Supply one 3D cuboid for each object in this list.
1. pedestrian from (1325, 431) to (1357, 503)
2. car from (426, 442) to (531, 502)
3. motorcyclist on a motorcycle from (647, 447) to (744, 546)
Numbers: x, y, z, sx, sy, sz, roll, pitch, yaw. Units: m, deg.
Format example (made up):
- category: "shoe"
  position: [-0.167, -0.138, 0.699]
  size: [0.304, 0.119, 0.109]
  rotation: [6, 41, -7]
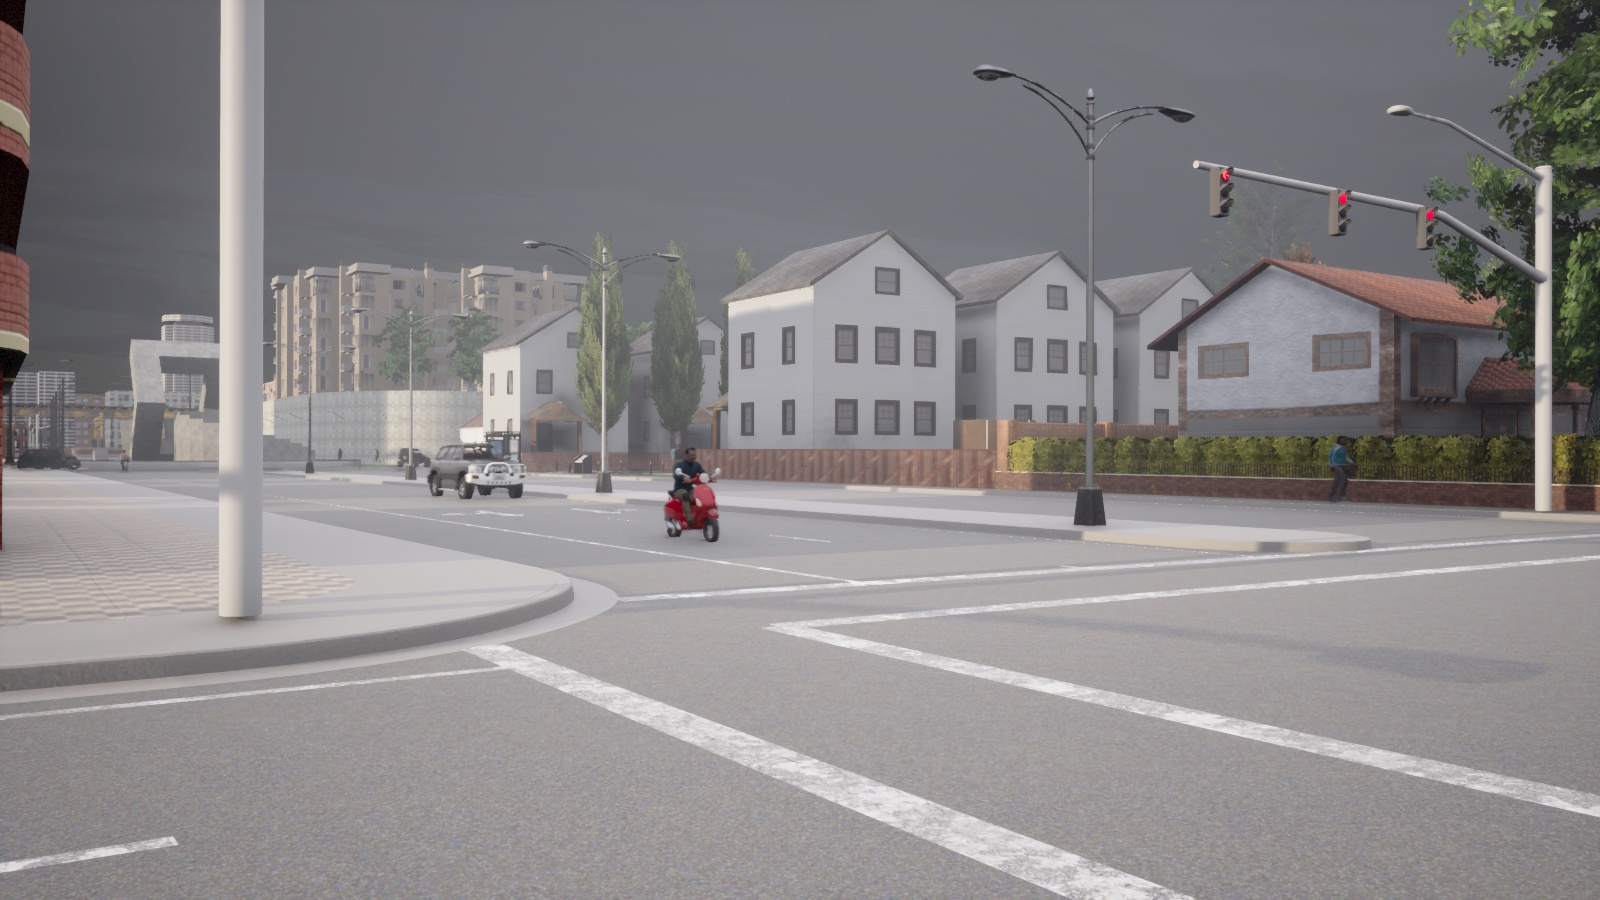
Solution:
- category: "pedestrian"
  position: [14.737, 0.452, 34.194]
  size: [0.396, 1.930, 0.692]
  rotation: [0, 0, -32]
- category: "car"
  position: [-10.518, 0.684, 40.849]
  size: [1.932, 1.855, 4.605]
  rotation: [0, 0, -33]
- category: "motorcyclist on a motorcycle"
  position: [-1.797, 0.754, 21.302]
  size: [0.866, 1.590, 1.817]
  rotation: [0, 0, -33]
